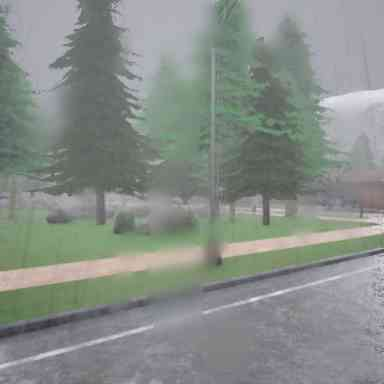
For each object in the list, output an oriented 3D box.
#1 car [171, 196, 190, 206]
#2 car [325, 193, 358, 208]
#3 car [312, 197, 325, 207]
[{"bbox_3d":[-2.236,1.455,53.348,2.128,1.511,4.902,0,0,-38],"label":"car"},{"bbox_3d":[20.387,1.127,44.846,4.605,1.855,1.932,0,0,-37],"label":"car"},{"bbox_3d":[18.569,1.129,46.626,3.866,1.878,1.905,0,0,-37],"label":"car"}]
